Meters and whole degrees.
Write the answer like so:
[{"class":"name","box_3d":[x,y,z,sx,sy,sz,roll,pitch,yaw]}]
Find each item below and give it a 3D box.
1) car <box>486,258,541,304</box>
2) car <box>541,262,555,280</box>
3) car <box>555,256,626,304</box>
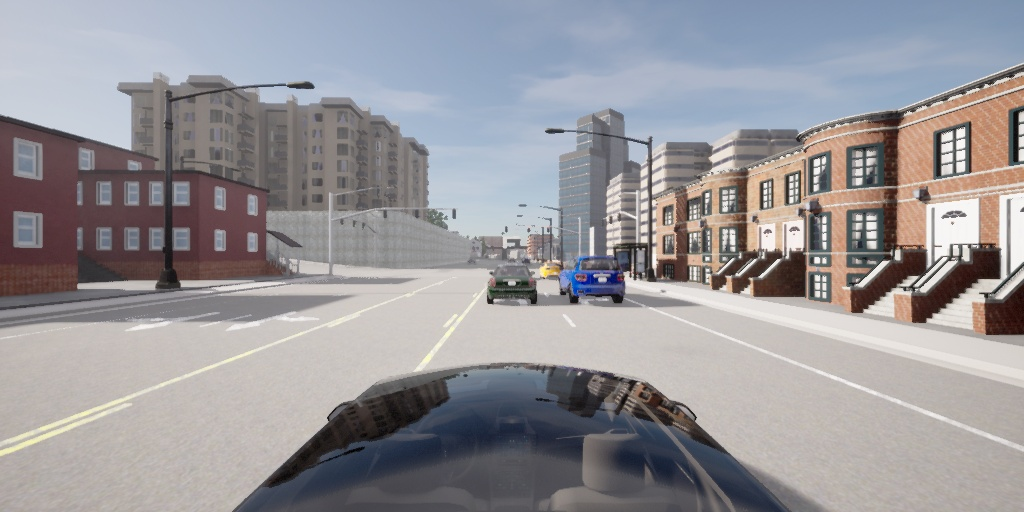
[{"class":"car","box_3d":[0.000,1.114,16.470,2.097,1.767,4.553,0,0,0]},{"class":"car","box_3d":[3.500,1.233,31.500,1.882,1.535,5.008,0,0,0]},{"class":"car","box_3d":[3.500,1.006,16.530,2.150,2.045,5.566,0,0,0]}]
